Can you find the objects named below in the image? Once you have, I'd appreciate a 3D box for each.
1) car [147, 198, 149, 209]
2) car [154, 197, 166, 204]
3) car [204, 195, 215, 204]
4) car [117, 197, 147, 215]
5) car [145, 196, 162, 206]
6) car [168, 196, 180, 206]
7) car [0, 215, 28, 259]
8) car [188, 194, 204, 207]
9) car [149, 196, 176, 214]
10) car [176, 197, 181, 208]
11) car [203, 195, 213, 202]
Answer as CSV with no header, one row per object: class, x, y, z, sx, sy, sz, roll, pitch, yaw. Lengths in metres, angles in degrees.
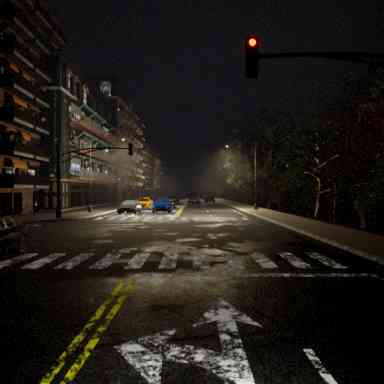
car,-6.354,1.485,44.572,1.882,1.535,5.008,0,0,1
car,-6.212,1.620,65.036,1.895,1.301,4.718,0,0,0
car,3.543,1.525,66.077,1.837,1.490,4.892,0,0,0
car,-6.438,1.551,34.920,2.033,1.411,5.357,0,0,0
car,-6.260,1.504,54.712,2.128,1.511,4.902,0,0,0
car,-3.004,1.518,55.900,1.837,1.490,4.892,0,0,0
car,-6.699,1.500,10.395,2.128,1.511,4.902,1,-1,-9
car,0.319,1.500,50.449,2.128,1.511,4.902,0,0,0
car,-3.179,1.482,36.357,1.882,1.535,5.008,0,0,1
car,-3.090,1.500,45.838,2.128,1.511,4.902,0,0,1
car,3.590,1.498,76.496,2.033,1.411,5.357,0,0,0
